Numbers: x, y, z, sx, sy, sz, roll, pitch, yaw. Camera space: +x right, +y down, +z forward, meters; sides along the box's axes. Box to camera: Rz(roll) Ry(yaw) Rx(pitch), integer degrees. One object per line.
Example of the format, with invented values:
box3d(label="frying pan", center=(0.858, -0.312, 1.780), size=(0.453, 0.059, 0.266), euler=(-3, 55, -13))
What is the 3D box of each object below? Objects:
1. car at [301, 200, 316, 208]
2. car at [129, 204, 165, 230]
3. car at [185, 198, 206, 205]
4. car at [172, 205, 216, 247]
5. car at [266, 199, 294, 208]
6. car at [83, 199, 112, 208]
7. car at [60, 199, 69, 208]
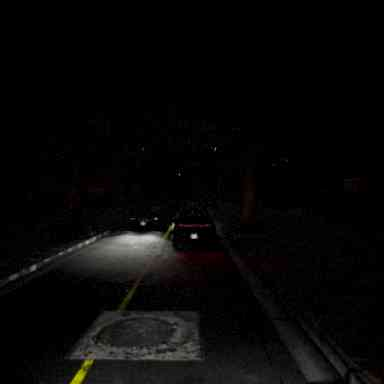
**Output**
box3d(label="car", center=(19.639, 1.908, 53.029), size=(4.313, 1.339, 1.947), euler=(0, 0, 0))
box3d(label="car", center=(-2.845, 1.584, 21.775), size=(2.128, 1.511, 4.902), euler=(0, 0, 0))
box3d(label="car", center=(0.101, 1.613, 31.451), size=(1.882, 1.535, 5.008), euler=(0, 0, 0))
box3d(label="car", center=(0.097, 1.556, 15.499), size=(2.128, 1.511, 4.902), euler=(0, 0, 0))
box3d(label="car", center=(13.963, 1.869, 52.997), size=(4.403, 1.369, 2.008), euler=(0, 0, 0))
box3d(label="car", center=(-15.067, 1.769, 52.829), size=(4.507, 1.381, 1.887), euler=(0, 0, 0))
box3d(label="car", center=(-20.916, 1.736, 52.795), size=(4.829, 1.417, 1.752), euler=(0, 0, 0))
